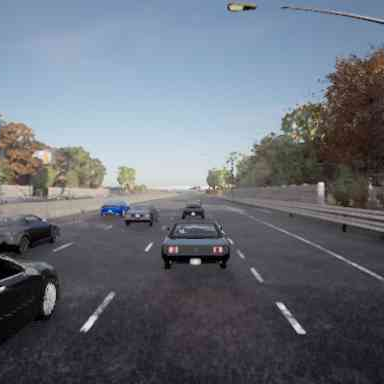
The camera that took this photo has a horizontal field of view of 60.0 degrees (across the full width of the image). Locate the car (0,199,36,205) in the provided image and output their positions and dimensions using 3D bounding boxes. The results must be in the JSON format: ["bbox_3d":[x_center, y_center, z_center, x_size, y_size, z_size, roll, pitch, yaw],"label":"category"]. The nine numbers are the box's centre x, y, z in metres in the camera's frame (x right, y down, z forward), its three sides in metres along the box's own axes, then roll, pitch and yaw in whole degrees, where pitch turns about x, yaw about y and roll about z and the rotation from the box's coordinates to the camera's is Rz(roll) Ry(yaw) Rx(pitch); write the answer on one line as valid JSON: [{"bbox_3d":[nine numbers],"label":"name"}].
[{"bbox_3d":[-17.593,1.463,33.822,1.882,1.535,5.008,0,0,0],"label":"car"}]

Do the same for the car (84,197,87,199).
[{"bbox_3d":[-24.501,1.317,76.525,2.033,1.411,5.357,0,0,0],"label":"car"}]

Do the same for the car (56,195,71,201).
[{"bbox_3d":[-28.001,1.349,72.434,2.128,1.511,4.902,0,0,0],"label":"car"}]

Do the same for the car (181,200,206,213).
[{"bbox_3d":[0.101,1.489,28.983,1.837,1.490,4.892,0,0,0],"label":"car"}]

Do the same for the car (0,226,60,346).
[{"bbox_3d":[-3.400,1.501,4.353,1.837,1.490,4.892,0,0,0],"label":"car"}]

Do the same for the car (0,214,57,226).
[{"bbox_3d":[-6.900,1.553,13.232,1.994,1.385,4.181,0,0,0],"label":"car"}]

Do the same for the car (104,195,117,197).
[{"bbox_3d":[-17.501,1.501,74.326,1.994,1.385,4.181,0,0,0],"label":"car"}]

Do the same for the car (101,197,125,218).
[{"bbox_3d":[-6.899,1.462,30.496,1.882,1.535,5.008,0,0,0],"label":"car"}]

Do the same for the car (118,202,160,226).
[{"bbox_3d":[-3.399,1.533,23.264,2.033,1.411,5.357,0,0,0],"label":"car"}]

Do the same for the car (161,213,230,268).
[{"bbox_3d":[0.100,1.591,11.217,1.895,1.301,4.718,0,0,0],"label":"car"}]

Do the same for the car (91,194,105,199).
[{"bbox_3d":[-21.001,1.132,76.555,2.097,1.767,4.553,0,0,0],"label":"car"}]
